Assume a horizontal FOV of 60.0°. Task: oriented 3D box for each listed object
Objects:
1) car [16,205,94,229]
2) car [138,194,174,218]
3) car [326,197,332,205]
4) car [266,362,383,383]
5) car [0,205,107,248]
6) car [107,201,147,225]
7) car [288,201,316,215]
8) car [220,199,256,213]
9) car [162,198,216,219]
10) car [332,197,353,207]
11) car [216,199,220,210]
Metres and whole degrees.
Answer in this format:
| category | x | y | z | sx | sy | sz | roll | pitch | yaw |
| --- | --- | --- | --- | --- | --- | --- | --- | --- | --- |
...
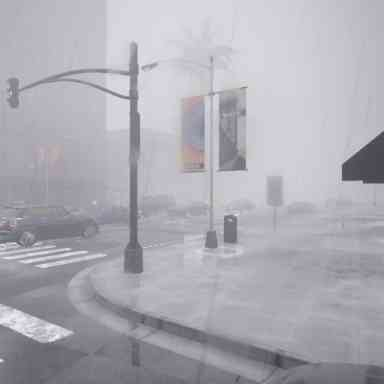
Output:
| category | x | y | z | sx | sy | sz | roll | pitch | yaw |
| --- | --- | --- | --- | --- | --- | --- | --- | --- | --- |
| car | -9.318 | 1.615 | 22.973 | 1.895 | 1.301 | 4.718 | 0 | 0 | 35 |
| car | -3.679 | 1.252 | 30.944 | 2.150 | 2.045 | 5.566 | 0 | 0 | 35 |
| car | 26.172 | 1.622 | 61.582 | 1.882 | 1.535 | 5.008 | 0 | 0 | 35 |
| car | 2.202 | 1.551 | 1.275 | 4.403 | 1.369 | 2.008 | 0 | 0 | 36 |
| car | -6.526 | 1.367 | 15.300 | 2.097 | 1.767 | 4.553 | 0 | 0 | 35 |
| car | -5.798 | 1.568 | 22.310 | 2.033 | 1.411 | 5.357 | 0 | 0 | 35 |
| car | 11.755 | 1.632 | 35.544 | 1.994 | 1.385 | 4.181 | 0 | 0 | 35 |
| car | 5.710 | 1.549 | 38.583 | 2.128 | 1.511 | 4.902 | 0 | 0 | 35 |
| car | -0.129 | 1.515 | 30.333 | 1.882 | 1.535 | 5.008 | 0 | 0 | 35 |
| car | 24.807 | 1.619 | 54.013 | 2.128 | 1.511 | 4.902 | 0 | 0 | 35 |
| car | 2.247 | 1.528 | 39.311 | 1.882 | 1.535 | 5.008 | 0 | 0 | 35 |
